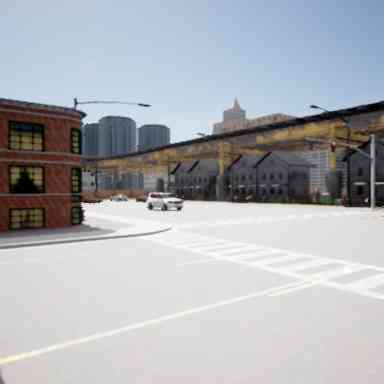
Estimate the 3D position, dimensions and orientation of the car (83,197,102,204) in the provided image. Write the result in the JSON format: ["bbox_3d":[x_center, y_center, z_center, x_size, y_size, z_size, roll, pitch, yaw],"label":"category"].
[{"bbox_3d":[-17.403,1.469,58.177,1.895,1.301,4.718,0,0,-36],"label":"car"}]

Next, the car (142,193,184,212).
[{"bbox_3d":[-3.124,1.088,38.011,2.150,2.045,5.566,0,0,-35],"label":"car"}]

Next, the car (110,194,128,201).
[{"bbox_3d":[-15.838,1.194,71.915,4.674,1.442,1.812,0,0,37],"label":"car"}]

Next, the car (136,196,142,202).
[{"bbox_3d":[-9.238,1.359,64.808,1.994,1.385,4.181,-1,0,-39],"label":"car"}]
